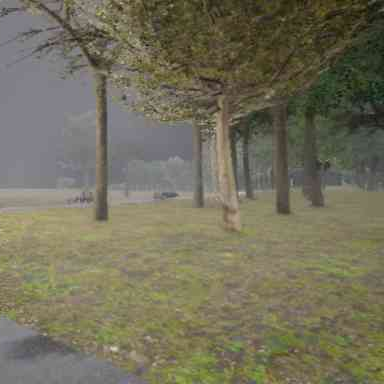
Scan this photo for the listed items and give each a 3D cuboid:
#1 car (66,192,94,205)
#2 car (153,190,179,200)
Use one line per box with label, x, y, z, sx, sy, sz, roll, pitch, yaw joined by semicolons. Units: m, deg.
car;-15.360;0.761;46.580;2.097;1.767;4.553;-3;-1;34
car;-3.906;0.428;50.916;2.128;1.511;4.902;-3;0;34
